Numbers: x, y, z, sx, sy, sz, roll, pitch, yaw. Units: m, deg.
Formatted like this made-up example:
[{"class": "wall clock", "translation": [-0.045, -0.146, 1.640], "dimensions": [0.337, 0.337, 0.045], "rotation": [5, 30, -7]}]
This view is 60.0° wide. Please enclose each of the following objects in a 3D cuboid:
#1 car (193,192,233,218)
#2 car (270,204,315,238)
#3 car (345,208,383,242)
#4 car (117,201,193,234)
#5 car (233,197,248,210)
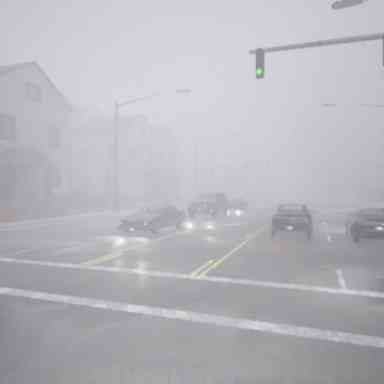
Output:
[{"class": "car", "translation": [1.464, 0.988, 27.751], "dimensions": [2.150, 2.045, 5.566], "rotation": [0, 1, 20]}, {"class": "car", "translation": [5.171, 1.353, 17.013], "dimensions": [2.128, 1.511, 4.902], "rotation": [0, 1, 20]}, {"class": "car", "translation": [8.320, 1.443, 15.408], "dimensions": [1.994, 1.385, 4.181], "rotation": [0, 1, 20]}, {"class": "car", "translation": [-1.977, 1.388, 18.435], "dimensions": [2.033, 1.411, 5.357], "rotation": [0, 1, 20]}, {"class": "car", "translation": [4.967, 1.256, 37.096], "dimensions": [1.994, 1.385, 4.181], "rotation": [0, 1, 21]}]
